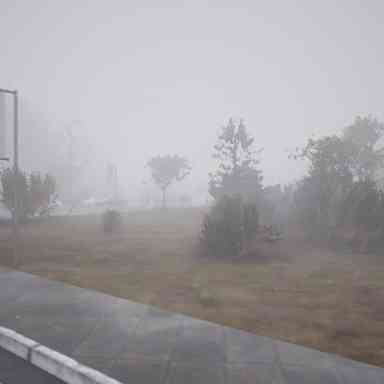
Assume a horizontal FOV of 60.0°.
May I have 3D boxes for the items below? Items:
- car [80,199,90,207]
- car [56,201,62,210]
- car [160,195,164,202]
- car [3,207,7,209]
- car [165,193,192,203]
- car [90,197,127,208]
[{"bbox_3d":[-14.516,1.466,50.064,1.812,1.442,4.674,0,1,39],"label":"car"},{"bbox_3d":[-18.031,1.521,40.029,1.812,1.442,4.674,0,0,39],"label":"car"},{"bbox_3d":[-4.884,1.280,62.127,1.837,1.490,4.892,0,1,37],"label":"car"},{"bbox_3d":[-20.809,1.543,42.160,2.033,1.411,5.357,0,0,39],"label":"car"},{"bbox_3d":[-2.068,1.078,60.048,2.097,1.767,4.553,0,1,37],"label":"car"},{"bbox_3d":[-11.697,1.417,47.974,1.882,1.535,5.008,0,1,39],"label":"car"}]
